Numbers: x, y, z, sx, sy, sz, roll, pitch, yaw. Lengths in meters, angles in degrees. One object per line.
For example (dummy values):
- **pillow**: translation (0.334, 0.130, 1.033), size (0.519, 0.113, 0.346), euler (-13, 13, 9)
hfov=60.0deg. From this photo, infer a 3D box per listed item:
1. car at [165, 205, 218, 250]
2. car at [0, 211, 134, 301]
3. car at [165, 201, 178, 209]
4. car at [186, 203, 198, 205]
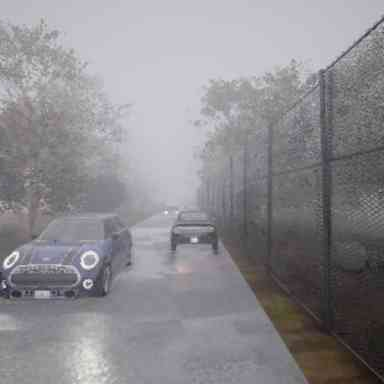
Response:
- **car**: translation (0.085, 1.547, 14.479), size (2.128, 1.511, 4.902), euler (0, 0, 0)
- **car**: translation (-2.857, 1.373, 8.593), size (2.097, 1.767, 4.553), euler (0, 0, 0)
- **car**: translation (-3.009, 2.122, 50.325), size (1.882, 1.535, 5.008), euler (0, -1, 0)
- **car**: translation (0.020, 1.839, 33.773), size (2.033, 1.411, 5.357), euler (0, -1, 0)
